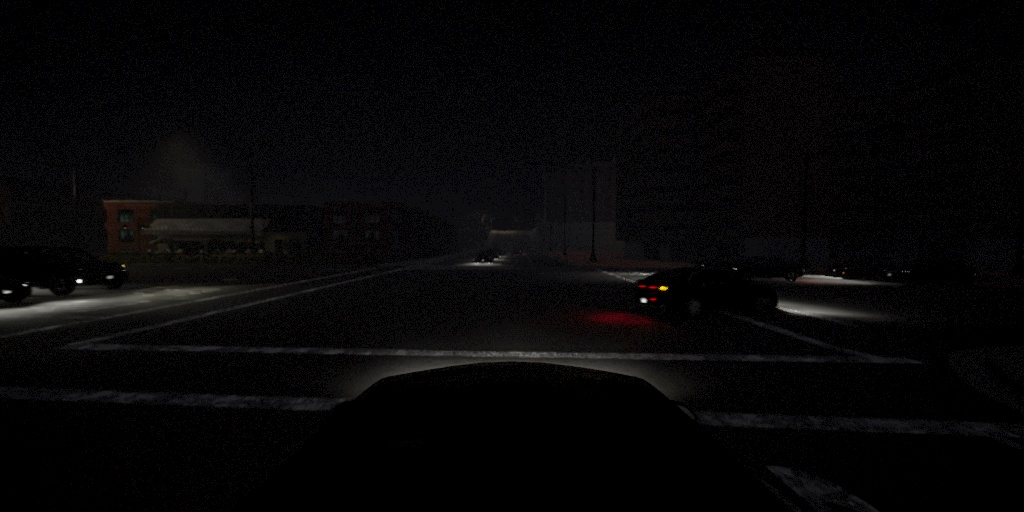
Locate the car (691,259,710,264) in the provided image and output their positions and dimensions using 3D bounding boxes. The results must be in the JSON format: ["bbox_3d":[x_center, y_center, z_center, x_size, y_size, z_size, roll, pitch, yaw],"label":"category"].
[{"bbox_3d":[15.737,0.665,26.481,4.902,1.511,2.128,1,2,-1],"label":"car"}]

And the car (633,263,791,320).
[{"bbox_3d":[6.433,1.120,11.890,4.892,1.490,1.837,0,-1,-17],"label":"car"}]

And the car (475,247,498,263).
[{"bbox_3d":[-3.132,-0.019,41.779,2.033,1.411,5.357,0,2,1],"label":"car"}]

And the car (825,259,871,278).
[{"bbox_3d":[25.883,0.926,26.620,4.181,1.385,1.994,1,2,-1],"label":"car"}]

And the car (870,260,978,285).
[{"bbox_3d":[26.783,1.005,23.126,4.902,1.511,2.128,1,2,-1],"label":"car"}]

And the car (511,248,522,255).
[{"bbox_3d":[0.829,-0.801,64.543,1.895,1.301,4.718,0,2,1],"label":"car"}]

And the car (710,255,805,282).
[{"bbox_3d":[15.904,0.797,22.986,4.902,1.511,2.128,1,2,-1],"label":"car"}]

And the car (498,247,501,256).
[{"bbox_3d":[-2.979,-0.438,51.886,1.837,1.490,4.892,0,2,1],"label":"car"}]

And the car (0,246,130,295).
[{"bbox_3d":[-20.494,0.566,15.915,5.566,2.045,2.150,0,2,2],"label":"car"}]

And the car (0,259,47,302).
[{"bbox_3d":[-19.773,0.982,12.408,4.892,1.490,1.837,0,2,2],"label":"car"}]
